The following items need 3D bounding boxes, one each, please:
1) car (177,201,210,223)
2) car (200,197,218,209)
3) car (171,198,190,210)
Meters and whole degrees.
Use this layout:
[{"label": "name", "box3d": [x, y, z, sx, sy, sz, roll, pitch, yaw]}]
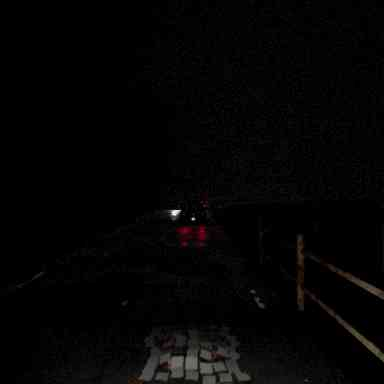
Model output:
[{"label": "car", "box3d": [0.097, 1.573, 25.277, 1.895, 1.301, 4.718, 0, 0, 0]}, {"label": "car", "box3d": [2.111, 1.409, 42.746, 1.837, 1.490, 4.892, 0, 0, 14]}, {"label": "car", "box3d": [-1.171, 1.482, 41.663, 1.994, 1.385, 4.181, 0, 0, 12]}]
